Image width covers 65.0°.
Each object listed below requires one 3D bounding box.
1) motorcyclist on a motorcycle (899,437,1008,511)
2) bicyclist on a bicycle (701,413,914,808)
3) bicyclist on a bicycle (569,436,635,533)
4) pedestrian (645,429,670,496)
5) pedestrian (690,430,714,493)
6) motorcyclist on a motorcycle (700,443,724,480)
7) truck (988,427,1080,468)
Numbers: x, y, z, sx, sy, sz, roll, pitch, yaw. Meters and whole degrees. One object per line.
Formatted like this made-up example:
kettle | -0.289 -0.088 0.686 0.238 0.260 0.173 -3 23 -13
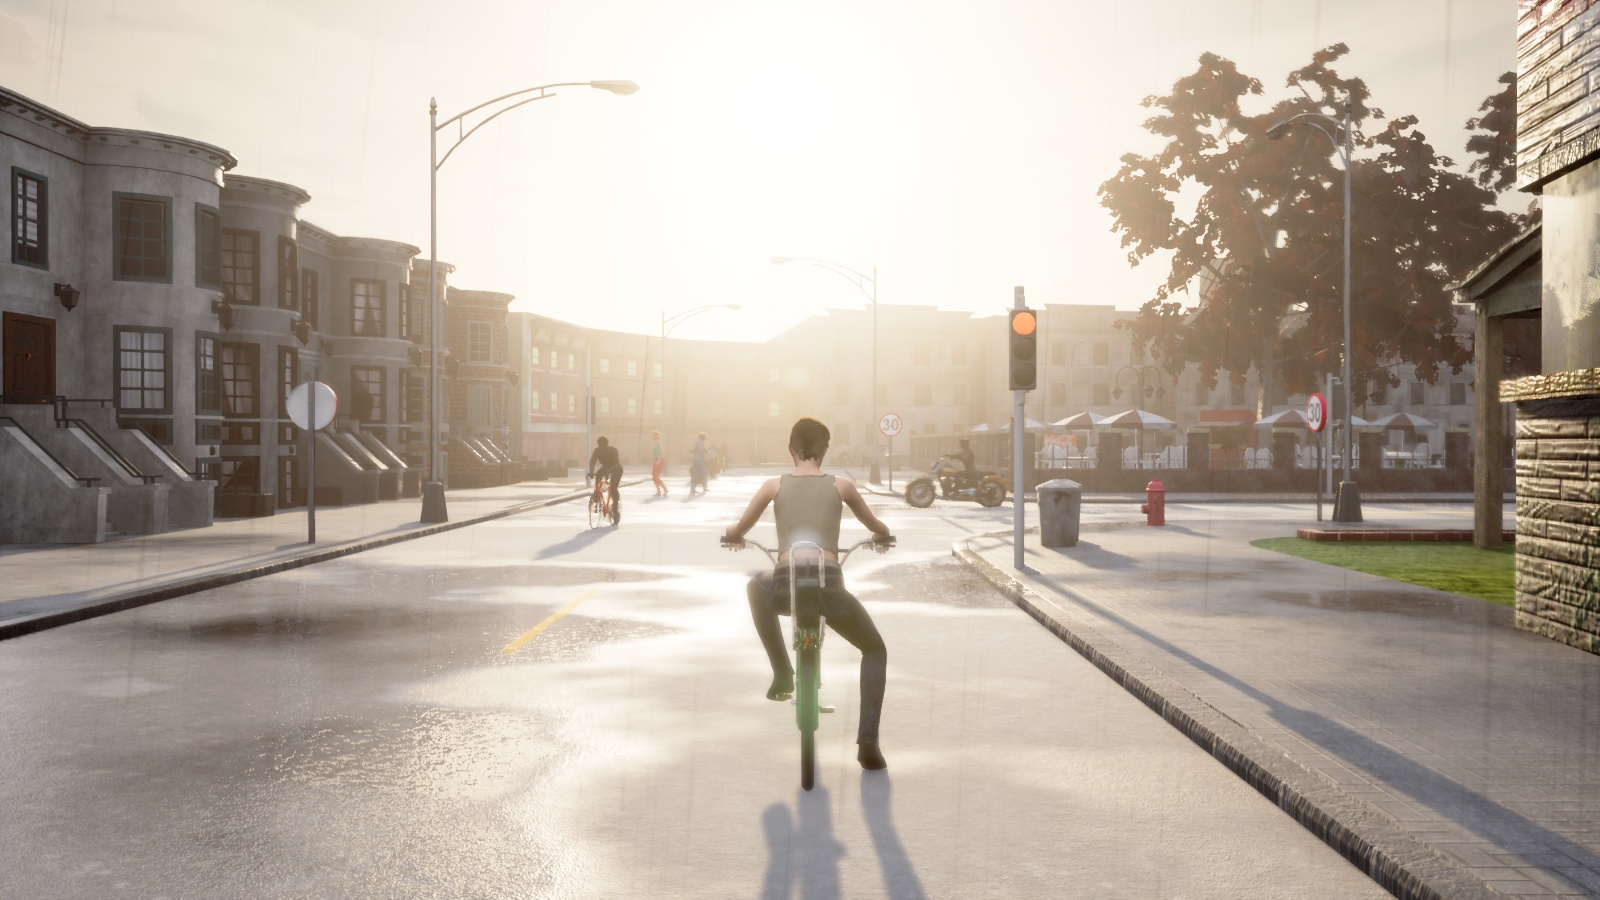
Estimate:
motorcyclist on a motorcycle | 3.476 0.538 28.597 2.350 1.649 0.766 0 1 -4
bicyclist on a bicycle | 0.037 0.650 5.875 0.866 1.612 1.509 0 0 0
bicyclist on a bicycle | -3.445 0.572 21.965 0.582 1.620 1.656 1 1 11
pedestrian | -3.918 0.340 34.505 0.594 1.836 0.345 0 0 -24
pedestrian | -2.873 0.329 36.860 0.706 1.836 0.354 0 0 -1
motorcyclist on a motorcycle | -3.753 0.474 53.902 0.866 1.530 2.191 0 1 0
truck | 14.475 -0.160 77.928 5.204 2.467 2.627 1 0 0
